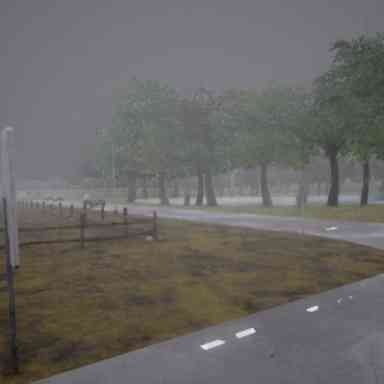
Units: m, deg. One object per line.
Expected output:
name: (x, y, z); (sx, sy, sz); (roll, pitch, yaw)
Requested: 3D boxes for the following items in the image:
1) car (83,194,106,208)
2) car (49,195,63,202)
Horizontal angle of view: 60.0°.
car: (-15.468, 1.335, 52.290); (2.150, 2.045, 5.566); (-3, 2, -35)
car: (-33.181, 1.667, 82.176); (1.837, 1.490, 4.892); (-3, 2, -35)
